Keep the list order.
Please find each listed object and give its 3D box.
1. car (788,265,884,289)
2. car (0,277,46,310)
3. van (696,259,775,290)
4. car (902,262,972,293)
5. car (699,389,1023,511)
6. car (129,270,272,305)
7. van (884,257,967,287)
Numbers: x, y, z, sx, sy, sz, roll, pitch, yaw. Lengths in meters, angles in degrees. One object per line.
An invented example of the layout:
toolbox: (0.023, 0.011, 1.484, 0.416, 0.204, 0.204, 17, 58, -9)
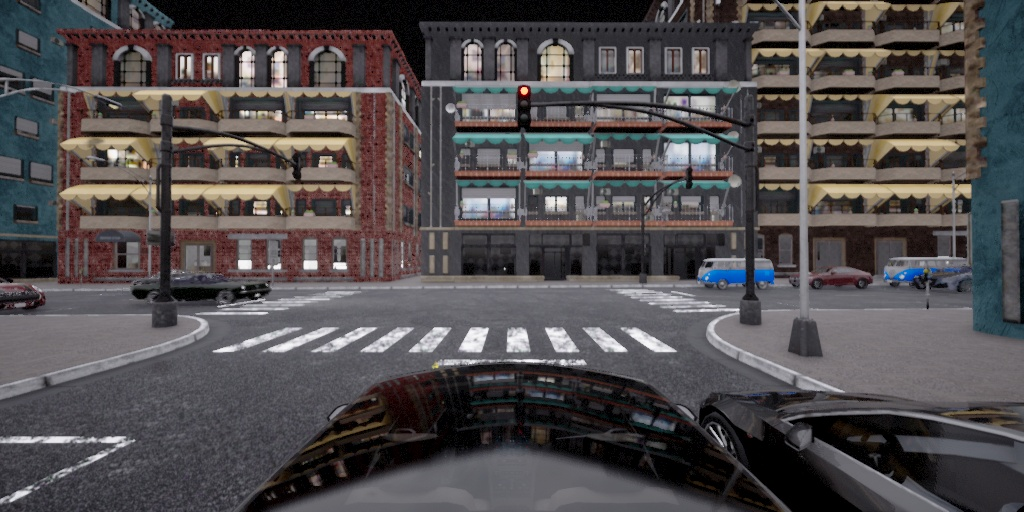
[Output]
car: (18.720, 1.239, 21.103, 4.207, 1.307, 1.802, 0, 0, 0)
car: (-19.658, 1.258, 12.874, 4.097, 1.591, 1.967, 0, 0, 0)
van: (13.080, 1.033, 21.071, 3.998, 1.789, 1.690, 0, 0, 0)
car: (23.640, 1.166, 18.673, 4.181, 1.385, 1.994, 0, -1, 0)
car: (2.566, 1.316, 1.496, 1.948, 1.339, 4.313, 0, 0, 0)
car: (-13.311, 1.407, 15.611, 4.718, 1.301, 1.895, 0, -1, 0)
van: (24.360, 0.964, 21.135, 3.998, 1.789, 1.690, 0, 0, 0)
